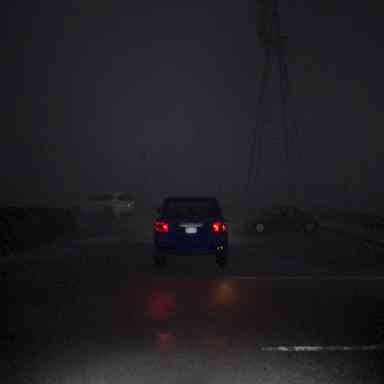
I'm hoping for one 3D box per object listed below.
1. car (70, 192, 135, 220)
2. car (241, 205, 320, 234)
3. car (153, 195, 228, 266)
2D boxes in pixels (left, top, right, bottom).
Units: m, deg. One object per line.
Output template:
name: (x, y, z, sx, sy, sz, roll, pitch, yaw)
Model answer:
car: (-7.156, 1.054, 26.532, 5.566, 2.045, 2.150, 0, 0, 29)
car: (4.639, 1.397, 17.763, 3.905, 1.438, 1.784, 0, 0, -1)
car: (-0.071, 1.137, 11.455, 2.150, 2.045, 5.566, 0, -1, -1)
